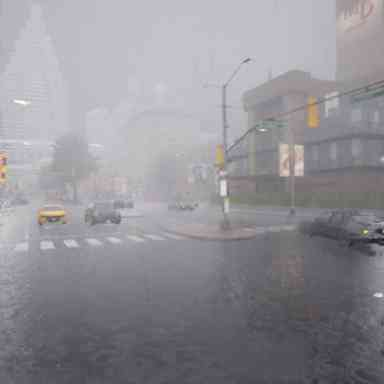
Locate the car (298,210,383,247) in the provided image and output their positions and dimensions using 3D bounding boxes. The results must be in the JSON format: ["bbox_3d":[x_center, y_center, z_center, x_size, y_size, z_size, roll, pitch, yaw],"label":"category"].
[{"bbox_3d":[6.802,1.529,14.889,2.033,1.411,5.357,-1,0,-10],"label":"car"}]

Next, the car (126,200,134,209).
[{"bbox_3d":[-10.785,1.888,51.528,1.812,1.442,4.674,0,0,-42],"label":"car"}]

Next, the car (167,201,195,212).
[{"bbox_3d":[-1.441,1.801,41.301,1.895,1.301,4.718,-1,0,-26],"label":"car"}]

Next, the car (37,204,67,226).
[{"bbox_3d":[-11.126,1.737,26.413,1.882,1.535,5.008,-1,0,-26],"label":"car"}]

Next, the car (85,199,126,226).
[{"bbox_3d":[-6.944,1.556,25.781,2.097,1.767,4.553,-1,0,-26],"label":"car"}]
